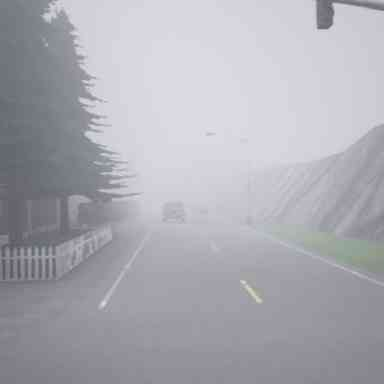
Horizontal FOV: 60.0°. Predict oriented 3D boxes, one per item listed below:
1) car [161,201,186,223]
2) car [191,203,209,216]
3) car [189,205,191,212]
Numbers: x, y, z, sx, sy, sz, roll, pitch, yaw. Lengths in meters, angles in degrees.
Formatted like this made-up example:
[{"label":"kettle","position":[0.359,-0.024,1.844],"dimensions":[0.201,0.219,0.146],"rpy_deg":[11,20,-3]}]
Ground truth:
[{"label":"car","position":[-1.840,1.914,33.541],"dimensions":[2.150,2.045,5.566],"rpy_deg":[-1,-1,-3]},{"label":"car","position":[1.206,2.330,44.131],"dimensions":[1.812,1.442,4.674],"rpy_deg":[-1,-1,-3]},{"label":"car","position":[0.595,2.502,53.969],"dimensions":[1.812,1.442,4.674],"rpy_deg":[-1,-1,-3]}]
